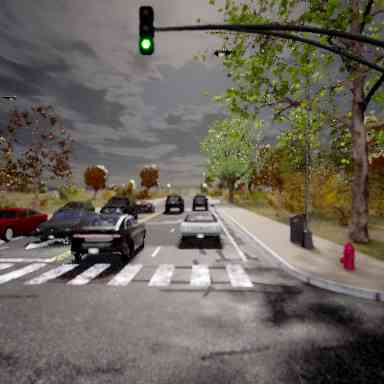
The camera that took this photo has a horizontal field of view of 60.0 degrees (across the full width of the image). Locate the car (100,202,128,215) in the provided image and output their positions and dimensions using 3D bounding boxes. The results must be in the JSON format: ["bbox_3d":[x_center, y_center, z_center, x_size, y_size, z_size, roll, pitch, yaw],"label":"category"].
[{"bbox_3d":[-8.884,1.814,38.293,1.895,1.301,4.718,0,0,2],"label":"car"}]

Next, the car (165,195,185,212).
[{"bbox_3d":[-2.125,1.433,41.738,2.150,2.045,5.566,0,-2,2],"label":"car"}]

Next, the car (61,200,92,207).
[{"bbox_3d":[-9.233,1.510,26.503,2.097,1.767,4.553,0,0,2],"label":"car"}]

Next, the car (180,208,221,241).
[{"bbox_3d":[0.448,1.703,17.210,1.895,1.301,4.718,0,0,2],"label":"car"}]

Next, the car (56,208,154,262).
[{"bbox_3d":[-2.923,1.576,12.501,2.128,1.511,4.902,0,0,1],"label":"car"}]

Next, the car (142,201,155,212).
[{"bbox_3d":[-5.597,1.779,39.575,1.994,1.385,4.181,0,0,2],"label":"car"}]

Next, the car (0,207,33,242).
[{"bbox_3d":[-9.482,1.592,17.491,1.882,1.535,5.008,0,0,4],"label":"car"}]

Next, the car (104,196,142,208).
[{"bbox_3d":[-5.943,1.382,27.775,2.150,2.045,5.566,0,0,2],"label":"car"}]

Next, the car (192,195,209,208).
[{"bbox_3d":[1.146,1.457,46.054,2.150,2.045,5.566,0,0,2],"label":"car"}]

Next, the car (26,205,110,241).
[{"bbox_3d":[-6.234,1.658,17.600,2.033,1.411,5.357,0,0,2],"label":"car"}]
